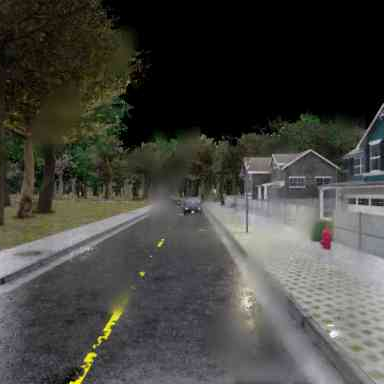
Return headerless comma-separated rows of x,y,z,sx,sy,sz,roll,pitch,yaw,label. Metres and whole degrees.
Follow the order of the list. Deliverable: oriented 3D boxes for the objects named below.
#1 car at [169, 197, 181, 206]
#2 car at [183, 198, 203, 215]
-2.809,1.596,55.572,2.033,1.411,5.357,0,0,0,car
0.097,1.620,34.037,1.895,1.301,4.718,0,0,0,car
